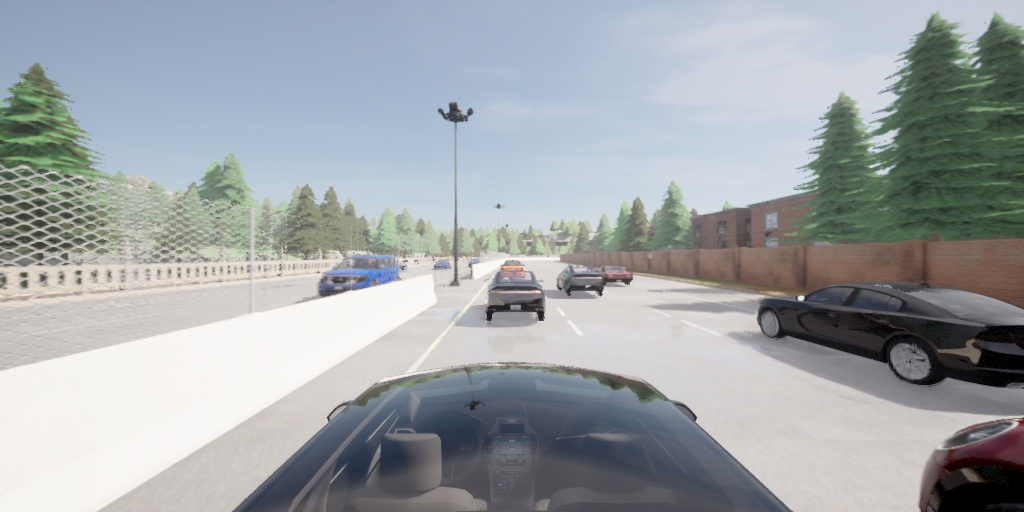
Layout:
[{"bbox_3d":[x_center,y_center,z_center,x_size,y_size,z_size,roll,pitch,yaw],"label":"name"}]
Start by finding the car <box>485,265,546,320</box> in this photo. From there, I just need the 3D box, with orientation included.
[{"bbox_3d":[0.098,1.242,12.568,2.128,1.511,4.902,0,0,0],"label":"car"}]

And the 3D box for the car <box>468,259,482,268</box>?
[{"bbox_3d":[-6.420,1.234,62.411,1.882,1.535,5.008,0,0,2],"label":"car"}]

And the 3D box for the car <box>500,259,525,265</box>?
[{"bbox_3d":[0.052,1.102,30.570,2.097,1.767,4.553,0,0,0],"label":"car"}]

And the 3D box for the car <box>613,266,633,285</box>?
[{"bbox_3d":[7.026,1.352,25.736,1.895,1.301,4.718,0,0,0],"label":"car"}]

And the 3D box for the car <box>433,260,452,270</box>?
[{"bbox_3d":[-10.185,1.276,52.714,1.812,1.442,4.674,0,0,2],"label":"car"}]

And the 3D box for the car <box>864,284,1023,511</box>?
[{"bbox_3d":[3.599,1.102,0.306,2.097,1.767,4.553,0,0,0],"label":"car"}]

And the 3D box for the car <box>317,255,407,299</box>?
[{"bbox_3d":[-7.118,0.973,17.418,2.150,2.045,5.566,0,0,0],"label":"car"}]

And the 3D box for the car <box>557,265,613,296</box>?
[{"bbox_3d":[3.562,1.242,19.305,2.128,1.511,4.902,0,0,0],"label":"car"}]

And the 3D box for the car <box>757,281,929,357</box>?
[{"bbox_3d":[7.102,1.228,7.000,1.882,1.535,5.008,0,0,0],"label":"car"}]
